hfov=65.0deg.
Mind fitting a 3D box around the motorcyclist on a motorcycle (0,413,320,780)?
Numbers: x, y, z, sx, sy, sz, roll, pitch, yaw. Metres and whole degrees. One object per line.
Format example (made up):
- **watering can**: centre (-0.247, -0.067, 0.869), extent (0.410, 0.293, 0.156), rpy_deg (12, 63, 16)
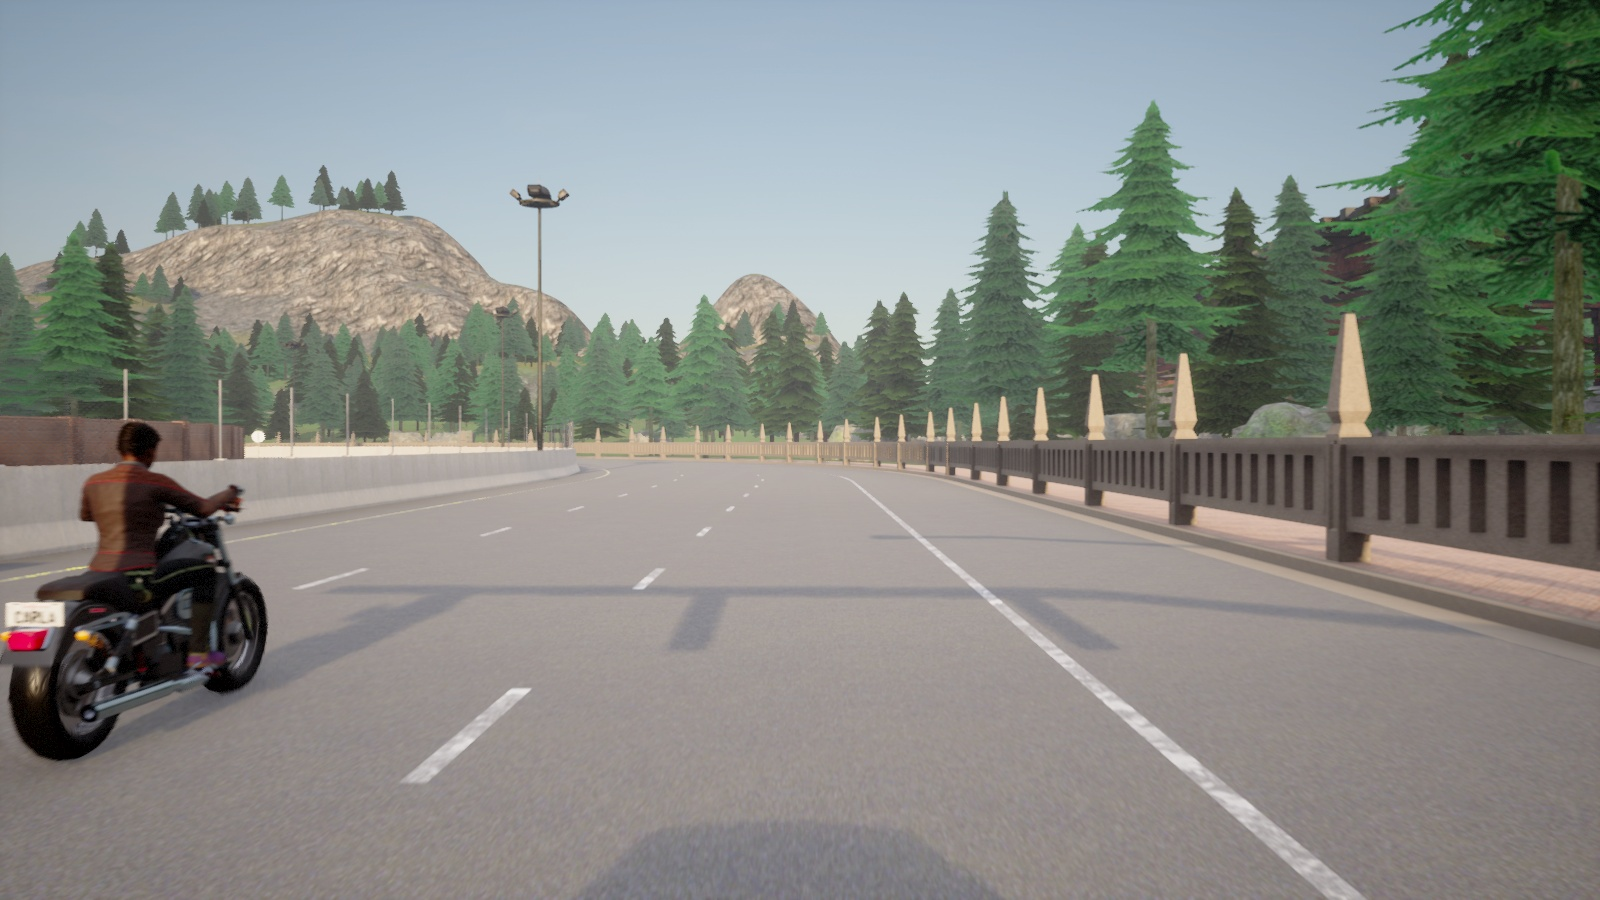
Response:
- **motorcyclist on a motorcycle**: centre (-3.447, 0.656, 6.821), extent (0.766, 1.649, 2.350), rpy_deg (0, 0, 0)
